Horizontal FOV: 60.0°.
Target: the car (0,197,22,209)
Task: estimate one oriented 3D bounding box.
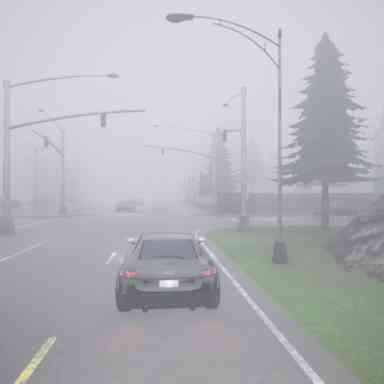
[{"bbox_3d":[-21.450,1.336,38.429,2.007,1.523,4.514,0,0,-5],"label":"car"}]

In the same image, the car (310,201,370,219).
[{"bbox_3d":[12.626,1.489,28.457,4.902,1.511,2.128,0,0,-7],"label":"car"}]

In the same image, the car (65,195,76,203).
[{"bbox_3d":[-23.754,1.368,64.361,1.845,1.501,3.633,0,0,-5],"label":"car"}]

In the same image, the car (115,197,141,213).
[{"bbox_3d":[-7.169,1.544,36.692,2.033,1.411,5.357,0,0,-4],"label":"car"}]

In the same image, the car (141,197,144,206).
[{"bbox_3d":[-8.809,1.543,54.111,2.033,1.411,5.357,0,0,-5],"label":"car"}]

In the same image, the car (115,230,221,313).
[{"bbox_3d":[-0.584,1.563,7.784,1.994,1.385,4.181,0,0,-5],"label":"car"}]

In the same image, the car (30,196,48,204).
[{"bbox_3d":[-26.068,1.379,56.706,1.970,1.475,3.806,0,0,-5],"label":"car"}]
